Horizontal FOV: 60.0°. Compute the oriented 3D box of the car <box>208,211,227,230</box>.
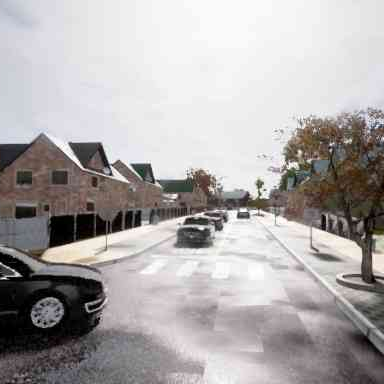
[{"bbox_3d":[1.784,2.460,29.540,1.882,1.535,5.008,0,-2,8],"label":"car"}]

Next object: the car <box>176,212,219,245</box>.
[{"bbox_3d":[0.326,2.161,19.611,1.837,1.490,4.892,0,-2,8],"label":"car"}]

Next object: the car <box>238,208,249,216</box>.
[{"bbox_3d":[9.500,3.710,61.810,1.994,1.385,4.181,0,-2,8],"label":"car"}]

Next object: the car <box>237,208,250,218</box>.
[{"bbox_3d":[8.046,3.351,51.970,1.994,1.385,4.181,0,-2,9],"label":"car"}]

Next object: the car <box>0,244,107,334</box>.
[{"bbox_3d":[-4.149,1.762,6.438,4.892,1.490,1.837,1,-3,-10],"label":"car"}]
